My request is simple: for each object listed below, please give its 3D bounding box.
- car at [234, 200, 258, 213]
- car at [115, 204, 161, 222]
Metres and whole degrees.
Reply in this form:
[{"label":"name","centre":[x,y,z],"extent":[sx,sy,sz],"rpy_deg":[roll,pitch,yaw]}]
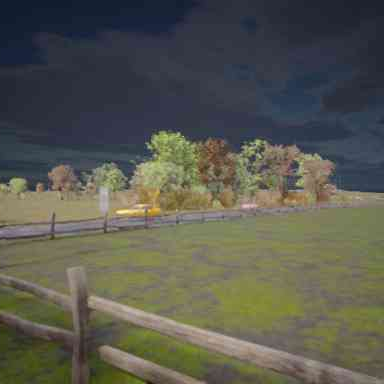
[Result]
[{"label":"car","centre":[8.128,2.137,49.928],"extent":[2.097,1.767,4.553],"rpy_deg":[1,0,36]},{"label":"car","centre":[-5.049,1.938,31.612],"extent":[1.882,1.535,5.008],"rpy_deg":[1,0,36]}]
